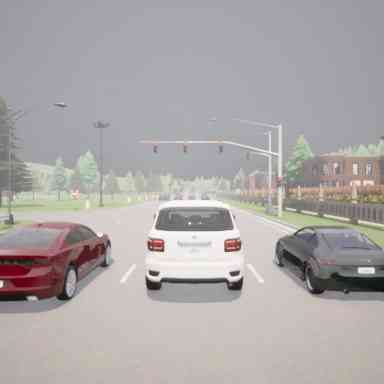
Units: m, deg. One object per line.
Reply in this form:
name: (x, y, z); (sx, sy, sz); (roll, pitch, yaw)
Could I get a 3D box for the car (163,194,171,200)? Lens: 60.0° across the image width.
car: (-7.017, 1.320, 92.055); (1.837, 1.490, 4.892); (0, 0, 0)

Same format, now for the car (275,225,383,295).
car: (3.562, 1.563, 8.769); (1.994, 1.385, 4.181); (0, 0, 0)

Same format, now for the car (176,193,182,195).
car: (-3.515, 1.505, 82.052); (1.812, 1.442, 4.674); (0, 0, 0)

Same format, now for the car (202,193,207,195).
car: (3.485, 1.576, 82.083); (1.895, 1.301, 4.718); (0, 0, 0)

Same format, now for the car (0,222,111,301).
car: (-3.441, 1.476, 8.371); (1.882, 1.535, 5.008); (0, 0, 0)

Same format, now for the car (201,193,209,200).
car: (3.483, 1.175, 92.026); (2.097, 1.767, 4.553); (0, 0, 0)

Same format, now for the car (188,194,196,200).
car: (-0.017, 1.360, 92.056); (2.033, 1.411, 5.357); (0, 0, 0)

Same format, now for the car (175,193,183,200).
car: (-3.517, 1.175, 92.025); (2.097, 1.767, 4.553); (0, 0, 0)

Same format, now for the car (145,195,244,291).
car: (0.065, 1.220, 9.181); (2.150, 2.045, 5.566); (0, 0, 0)
